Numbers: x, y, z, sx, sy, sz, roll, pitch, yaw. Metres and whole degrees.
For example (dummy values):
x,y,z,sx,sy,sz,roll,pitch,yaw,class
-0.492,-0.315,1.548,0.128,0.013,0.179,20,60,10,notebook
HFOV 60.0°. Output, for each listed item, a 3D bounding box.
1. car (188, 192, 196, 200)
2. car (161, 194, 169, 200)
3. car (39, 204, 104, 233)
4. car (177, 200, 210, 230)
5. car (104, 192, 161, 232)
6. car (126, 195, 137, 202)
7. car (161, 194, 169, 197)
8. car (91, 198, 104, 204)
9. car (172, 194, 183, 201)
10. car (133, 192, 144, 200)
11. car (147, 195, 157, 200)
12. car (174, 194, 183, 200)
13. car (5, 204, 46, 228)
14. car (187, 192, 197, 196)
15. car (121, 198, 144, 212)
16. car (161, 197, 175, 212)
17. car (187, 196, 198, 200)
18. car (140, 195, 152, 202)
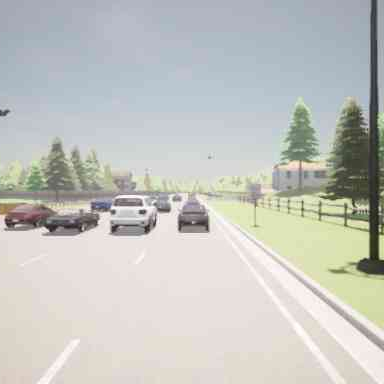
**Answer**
x,y,z,sx,sy,sz,roll,pitch,yaw,class
0.008,1.061,87.165,2.150,2.045,5.566,0,0,0,car
-6.992,1.336,87.136,1.837,1.490,4.892,0,0,0,car
-6.897,1.602,19.725,1.895,1.301,4.718,0,0,0,car
0.101,1.492,20.863,2.128,1.511,4.902,0,0,0,car
-3.398,1.222,20.133,2.150,2.045,5.566,0,0,0,car
-13.993,1.520,77.133,1.812,1.442,4.674,0,0,0,car
-6.993,1.520,76.716,2.128,1.511,4.902,0,0,0,car
-10.396,1.480,39.039,1.882,1.535,5.008,0,0,0,car
-3.493,1.351,77.102,2.097,1.767,4.553,0,0,0,car
-13.992,1.062,87.167,2.150,2.045,5.566,0,0,0,car
-10.492,1.389,87.136,1.994,1.385,4.181,0,0,0,car
-3.492,1.376,87.136,2.033,1.411,5.357,0,0,0,car
-10.413,1.527,21.925,1.812,1.442,4.674,0,0,0,car
0.007,1.351,77.102,2.097,1.767,4.553,0,0,0,car
-6.895,1.479,39.038,1.882,1.535,5.008,0,0,0,car
-3.397,1.566,38.065,1.994,1.385,4.181,0,0,0,car
0.090,1.527,38.542,1.812,1.442,4.674,0,0,0,car
-10.493,1.520,76.716,2.128,1.511,4.902,0,0,0,car
